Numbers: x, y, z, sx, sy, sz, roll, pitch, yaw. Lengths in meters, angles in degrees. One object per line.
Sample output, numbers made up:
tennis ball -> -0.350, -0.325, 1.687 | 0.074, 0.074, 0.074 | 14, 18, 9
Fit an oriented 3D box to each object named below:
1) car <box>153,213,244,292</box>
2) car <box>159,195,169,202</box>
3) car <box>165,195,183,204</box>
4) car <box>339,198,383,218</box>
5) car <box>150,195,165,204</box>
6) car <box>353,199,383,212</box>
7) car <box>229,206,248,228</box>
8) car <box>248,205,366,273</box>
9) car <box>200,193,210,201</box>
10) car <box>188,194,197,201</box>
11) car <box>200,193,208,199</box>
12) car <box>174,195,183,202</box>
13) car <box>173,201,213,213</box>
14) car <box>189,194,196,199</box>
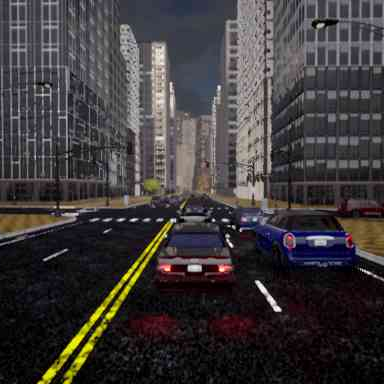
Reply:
car -> 0.108, 1.544, 9.028 | 2.033, 1.411, 5.357 | 0, 0, 1
car -> -6.375, 1.477, 76.266 | 2.033, 1.411, 5.357 | 0, 0, 0
car -> -3.217, 1.308, 60.766 | 2.097, 1.767, 4.553 | 0, 0, 0
car -> 16.252, 1.520, 31.060 | 5.009, 1.841, 2.192 | 1, 0, 1
car -> -6.468, 1.463, 60.800 | 1.837, 1.490, 4.892 | 0, 0, 1
car -> 21.874, 1.643, 39.338 | 4.829, 1.417, 1.752 | 1, 0, 1
car -> 3.384, 1.538, 20.384 | 2.033, 1.411, 5.357 | 0, 0, 0
car -> 3.367, 1.348, 10.825 | 2.097, 1.767, 4.553 | 0, 0, 0
car -> 3.385, 1.399, 81.869 | 1.882, 1.535, 5.008 | 0, 0, 0
car -> 0.135, 1.421, 81.877 | 1.837, 1.490, 4.892 | 0, 0, 0
car -> 3.402, 1.101, 92.258 | 2.097, 1.767, 4.553 | 0, 0, 0
car -> -3.126, 1.462, 75.794 | 1.812, 1.442, 4.674 | 0, 0, 0
car -> 0.131, 1.483, 18.773 | 2.128, 1.511, 4.902 | 0, 0, 0
car -> 0.152, 1.285, 92.295 | 2.033, 1.411, 5.357 | 0, 0, 0
